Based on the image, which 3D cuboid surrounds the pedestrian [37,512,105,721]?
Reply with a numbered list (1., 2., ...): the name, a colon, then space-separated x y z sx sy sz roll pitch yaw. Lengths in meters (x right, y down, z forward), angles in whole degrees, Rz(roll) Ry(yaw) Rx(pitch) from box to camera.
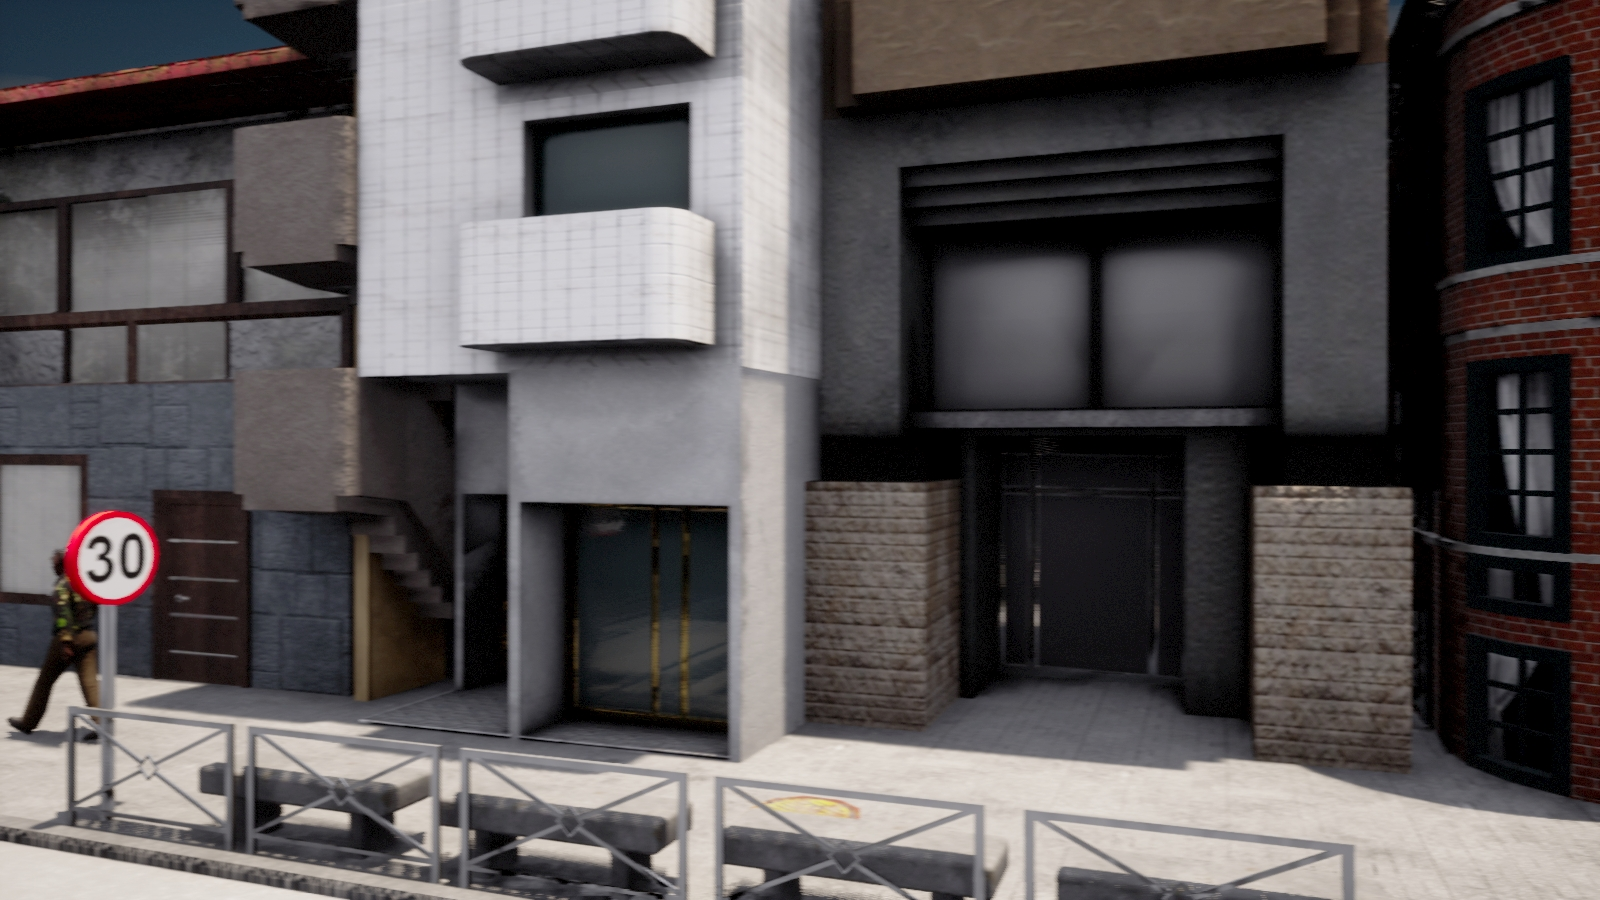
1. pedestrian: -6.732 1.518 10.559 0.375 1.860 0.375 0 0 15
